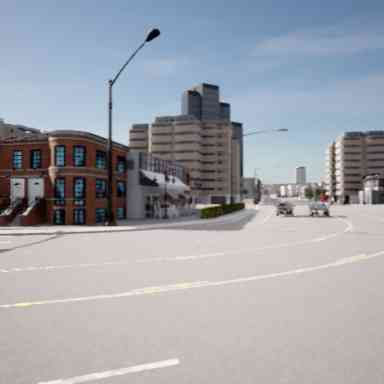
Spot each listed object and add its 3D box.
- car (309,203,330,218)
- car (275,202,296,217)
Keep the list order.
[{"bbox_3d":[13.670,1.943,35.845,2.128,1.511,4.902,0,-1,16],"label":"car"},{"bbox_3d":[10.304,1.864,36.807,1.837,1.490,4.892,0,-1,16],"label":"car"}]
